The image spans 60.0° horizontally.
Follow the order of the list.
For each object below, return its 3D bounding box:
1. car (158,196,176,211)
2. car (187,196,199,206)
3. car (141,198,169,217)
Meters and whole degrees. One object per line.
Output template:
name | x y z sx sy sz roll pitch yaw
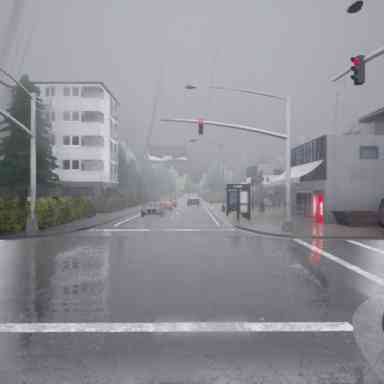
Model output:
car | -3.490 1.352 40.690 2.097 1.767 4.553 0 0 0
car | 0.241 1.477 53.920 1.882 1.535 5.008 0 0 1
car | -3.522 1.564 30.989 1.994 1.385 4.181 0 0 0
